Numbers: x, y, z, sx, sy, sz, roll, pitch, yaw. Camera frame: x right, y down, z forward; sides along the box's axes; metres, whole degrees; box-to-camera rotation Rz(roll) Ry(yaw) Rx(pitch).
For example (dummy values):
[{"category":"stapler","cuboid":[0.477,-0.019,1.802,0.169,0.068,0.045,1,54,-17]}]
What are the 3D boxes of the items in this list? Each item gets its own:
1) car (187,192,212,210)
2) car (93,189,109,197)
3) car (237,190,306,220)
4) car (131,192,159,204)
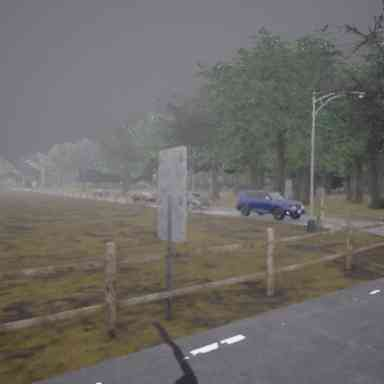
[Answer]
[{"category":"car","cuboid":[0.000,0.805,33.276,2.097,1.767,4.553,0,1,-34]},{"category":"car","cuboid":[-17.118,0.170,62.516,1.837,1.490,4.892,0,1,-35]},{"category":"car","cuboid":[5.799,0.912,25.096,2.150,2.045,5.566,0,1,-35]},{"category":"car","cuboid":[-5.866,0.691,41.563,1.882,1.535,5.008,0,1,-35]}]
